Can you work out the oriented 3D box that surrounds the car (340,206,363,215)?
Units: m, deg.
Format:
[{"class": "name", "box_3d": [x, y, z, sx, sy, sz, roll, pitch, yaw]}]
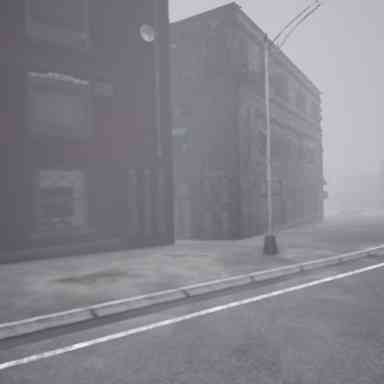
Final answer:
[{"class": "car", "box_3d": [28.628, 3.214, 59.751, 2.097, 1.767, 4.553, -2, -4, -4]}]
